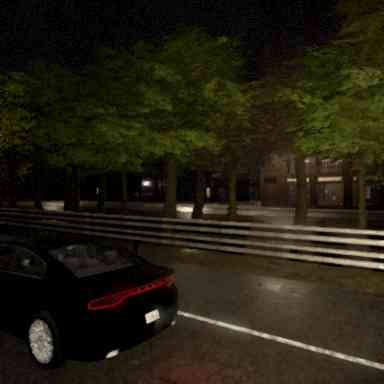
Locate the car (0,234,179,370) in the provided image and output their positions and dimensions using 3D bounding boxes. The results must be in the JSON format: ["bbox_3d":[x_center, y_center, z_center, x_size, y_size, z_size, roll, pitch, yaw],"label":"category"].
[{"bbox_3d":[-2.533,1.477,5.801,5.008,1.535,1.882,0,0,35],"label":"car"}]
